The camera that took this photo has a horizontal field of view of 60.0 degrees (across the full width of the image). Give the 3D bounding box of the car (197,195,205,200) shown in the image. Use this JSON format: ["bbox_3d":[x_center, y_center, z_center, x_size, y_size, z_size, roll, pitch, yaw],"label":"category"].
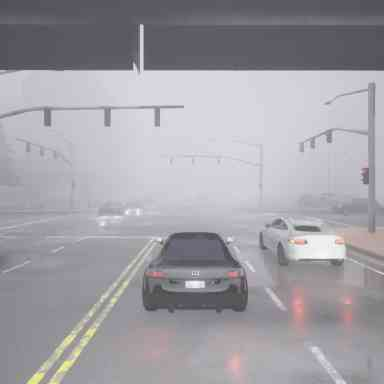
[{"bbox_3d":[2.346,1.378,86.099,1.994,1.385,4.181,0,0,0],"label":"car"}]

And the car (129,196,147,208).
[{"bbox_3d":[-7.997,1.601,46.716,1.895,1.301,4.718,0,0,0],"label":"car"}]

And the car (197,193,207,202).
[{"bbox_3d":[2.405,1.223,77.031,2.150,2.045,5.566,0,0,0],"label":"car"}]

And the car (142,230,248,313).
[{"bbox_3d":[0.067,1.564,7.745,1.994,1.385,4.181,0,0,0],"label":"car"}]

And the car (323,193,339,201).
[{"bbox_3d":[33.496,1.153,80.040,1.932,1.855,4.605,0,0,0],"label":"car"}]

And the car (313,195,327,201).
[{"bbox_3d":[30.813,1.364,79.982,1.784,1.438,3.905,0,0,0],"label":"car"}]

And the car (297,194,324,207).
[{"bbox_3d":[16.646,1.153,47.426,1.932,1.855,4.605,0,0,0],"label":"car"}]

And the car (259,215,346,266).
[{"bbox_3d":[3.582,1.526,11.405,1.812,1.442,4.674,0,0,0],"label":"car"}]

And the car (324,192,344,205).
[{"bbox_3d":[19.540,1.156,47.380,1.905,1.878,3.866,0,0,0],"label":"car"}]

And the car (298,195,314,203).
[{"bbox_3d":[22.194,1.395,64.856,1.970,1.475,3.806,0,0,0],"label":"car"}]

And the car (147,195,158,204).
[{"bbox_3d":[-8.058,1.477,62.918,1.882,1.535,5.008,0,0,0],"label":"car"}]

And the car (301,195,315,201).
[{"bbox_3d":[27.918,1.395,79.974,1.970,1.475,3.806,0,0,0],"label":"car"}]

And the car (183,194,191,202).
[{"bbox_3d":[-1.095,1.593,77.006,1.895,1.301,4.718,0,0,0],"label":"car"}]

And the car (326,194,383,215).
[{"bbox_3d":[16.355,1.352,33.198,4.553,1.767,2.097,0,0,1],"label":"car"}]

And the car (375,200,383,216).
[{"bbox_3d":[19.151,1.601,29.667,4.718,1.301,1.895,0,0,1],"label":"car"}]

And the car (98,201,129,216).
[{"bbox_3d":[-7.672,1.564,32.089,1.994,1.385,4.181,0,0,-3],"label":"car"}]

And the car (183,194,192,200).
[{"bbox_3d":[-1.154,1.351,86.076,2.128,1.511,4.902,0,0,0],"label":"car"}]

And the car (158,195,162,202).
[{"bbox_3d":[-8.103,1.515,78.102,1.812,1.442,4.674,0,0,0],"label":"car"}]
